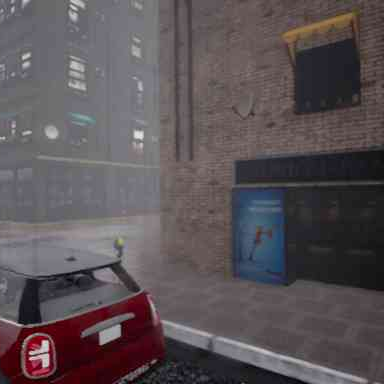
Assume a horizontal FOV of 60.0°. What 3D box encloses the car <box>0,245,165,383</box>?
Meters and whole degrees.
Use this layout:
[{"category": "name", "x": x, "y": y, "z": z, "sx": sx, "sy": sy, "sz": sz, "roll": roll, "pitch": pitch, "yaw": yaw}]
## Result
[{"category": "car", "x": -2.395, "y": 1.445, "z": 4.444, "sx": 4.097, "sy": 1.590, "sz": 1.967, "roll": 0, "pitch": -1, "yaw": 36}]
